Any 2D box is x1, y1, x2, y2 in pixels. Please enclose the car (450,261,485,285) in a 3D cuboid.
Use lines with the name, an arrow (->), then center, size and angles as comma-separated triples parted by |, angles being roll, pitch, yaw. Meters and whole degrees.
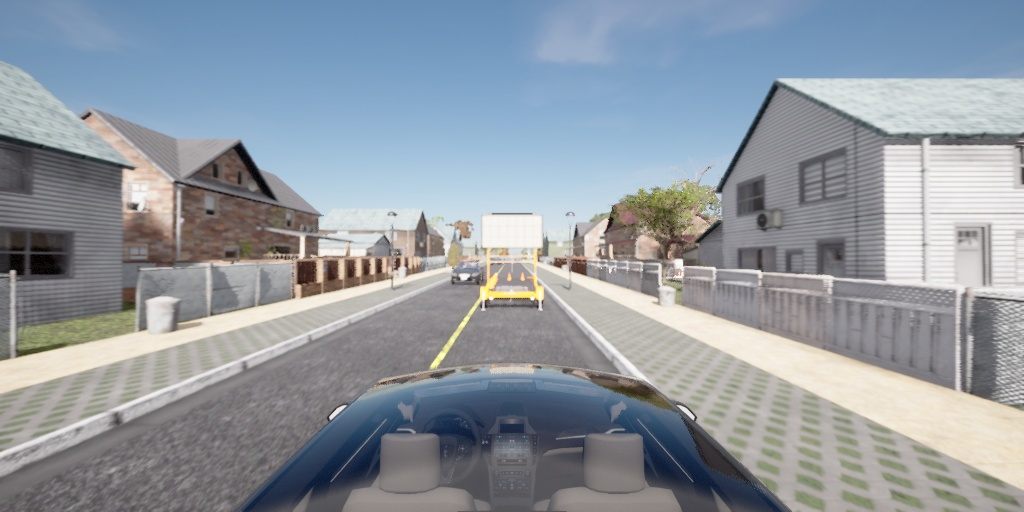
car -> -2.866, 1.072, 23.888 | 2.128, 1.511, 4.902 | 0, 0, 0

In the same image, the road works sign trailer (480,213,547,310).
road works sign trailer -> 0.001, 0.116, 13.997 | 2.380, 3.560, 2.880 | 0, 0, 0
